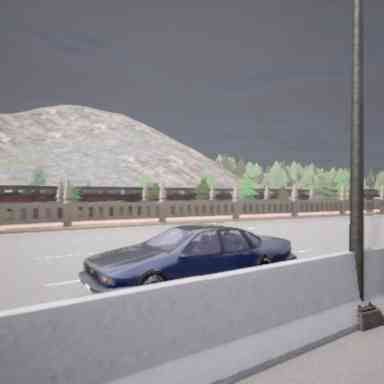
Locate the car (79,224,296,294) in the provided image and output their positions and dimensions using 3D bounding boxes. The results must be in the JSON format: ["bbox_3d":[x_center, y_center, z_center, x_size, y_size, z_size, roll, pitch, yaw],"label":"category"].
[{"bbox_3d":[0.162,1.522,8.105,5.357,1.411,2.033,0,0,-32],"label":"car"}]
